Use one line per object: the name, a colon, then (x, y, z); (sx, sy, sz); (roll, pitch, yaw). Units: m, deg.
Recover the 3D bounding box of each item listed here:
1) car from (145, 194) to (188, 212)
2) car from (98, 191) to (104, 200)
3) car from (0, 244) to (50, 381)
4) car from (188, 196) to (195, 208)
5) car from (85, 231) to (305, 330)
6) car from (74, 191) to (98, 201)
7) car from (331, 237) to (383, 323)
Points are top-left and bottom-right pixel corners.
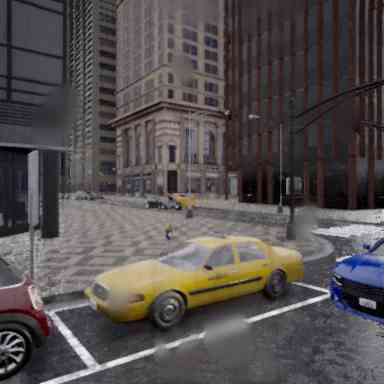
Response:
car: (-2.731, 1.013, 31.149); (1.837, 1.490, 4.892); (0, 1, -36)
car: (-16.437, 0.551, 55.702); (2.033, 1.411, 5.357); (0, 1, -36)
car: (-3.965, 1.445, 3.816); (4.097, 1.590, 1.967); (0, 0, -36)
car: (-1.701, 0.933, 35.199); (1.882, 1.535, 5.008); (0, 1, -36)
car: (0.335, 1.528, 6.891); (4.829, 1.417, 1.752); (0, 0, -36)
car: (-16.323, 0.593, 50.206); (1.837, 1.490, 4.892); (0, 0, -35)
car: (4.793, 1.480, 6.682); (5.008, 1.535, 1.882); (0, 0, -36)
